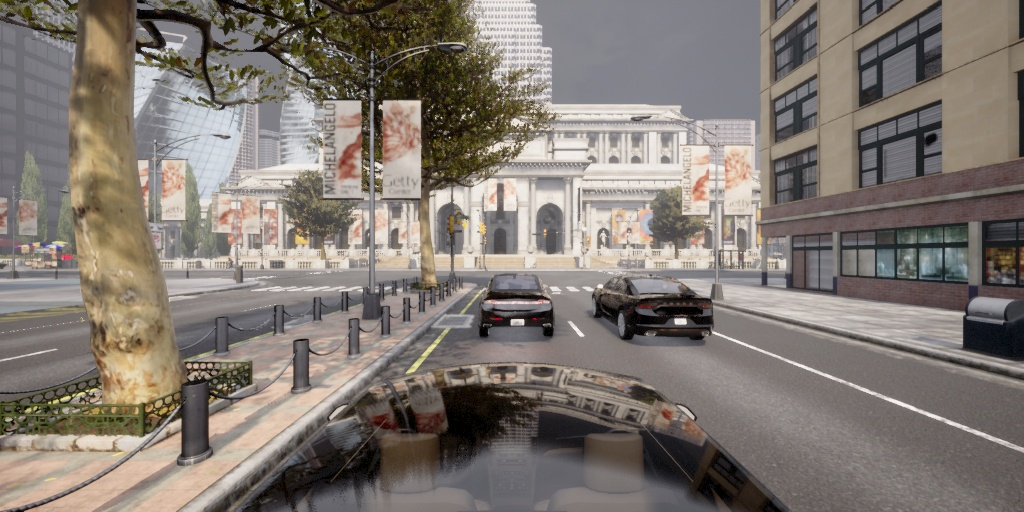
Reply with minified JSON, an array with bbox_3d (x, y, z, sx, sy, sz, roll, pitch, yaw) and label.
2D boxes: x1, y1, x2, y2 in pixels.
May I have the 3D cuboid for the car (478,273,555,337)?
[{"bbox_3d":[0.080,1.241,10.286,2.128,1.511,4.902,0,0,-1],"label":"car"}]

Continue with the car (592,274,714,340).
[{"bbox_3d":[3.564,1.228,10.019,1.882,1.535,5.008,0,0,0],"label":"car"}]
